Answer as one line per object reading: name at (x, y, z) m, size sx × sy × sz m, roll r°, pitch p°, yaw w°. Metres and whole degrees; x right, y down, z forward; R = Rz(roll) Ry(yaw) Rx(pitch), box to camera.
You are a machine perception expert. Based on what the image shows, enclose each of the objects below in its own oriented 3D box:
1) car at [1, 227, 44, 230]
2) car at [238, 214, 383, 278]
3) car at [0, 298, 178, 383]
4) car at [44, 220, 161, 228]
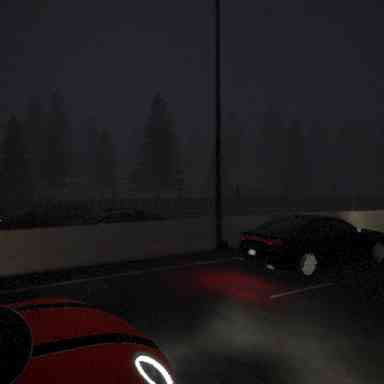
car at (-7.152, 1.289, 15.782) m, size 4.553 × 1.767 × 2.097 m, roll 0°, pitch 0°, yaw -32°
car at (3.715, 1.408, 9.925) m, size 5.008 × 1.535 × 1.882 m, roll 0°, pitch 0°, yaw -30°
car at (-2.256, 1.349, 2.008) m, size 4.553 × 1.767 × 2.097 m, roll 0°, pitch 0°, yaw -36°
car at (-3.351, 1.424, 14.074) m, size 4.902 × 1.511 × 2.128 m, roll 0°, pitch 0°, yaw -32°
